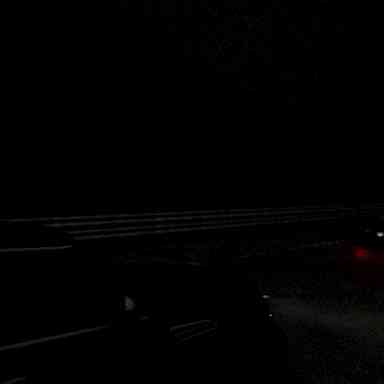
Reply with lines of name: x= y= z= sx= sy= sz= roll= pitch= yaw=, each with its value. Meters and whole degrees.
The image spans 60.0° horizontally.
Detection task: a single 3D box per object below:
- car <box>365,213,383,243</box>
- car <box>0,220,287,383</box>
car: x=9.525 y=1.530 z=14.844 sx=4.674 sy=1.442 sz=1.812 roll=0 pitch=0 yaw=-35
car: x=-1.709 y=1.221 z=2.529 sx=5.566 sy=2.045 sz=2.150 roll=0 pitch=0 yaw=-35
